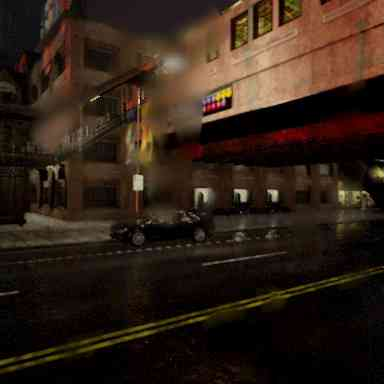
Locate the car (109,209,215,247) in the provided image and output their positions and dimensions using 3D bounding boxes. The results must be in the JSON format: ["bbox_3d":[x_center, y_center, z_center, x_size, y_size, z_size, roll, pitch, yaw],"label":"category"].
[{"bbox_3d":[-1.274,1.554,15.255,4.892,1.521,2.231,1,0,-26],"label":"car"}]
